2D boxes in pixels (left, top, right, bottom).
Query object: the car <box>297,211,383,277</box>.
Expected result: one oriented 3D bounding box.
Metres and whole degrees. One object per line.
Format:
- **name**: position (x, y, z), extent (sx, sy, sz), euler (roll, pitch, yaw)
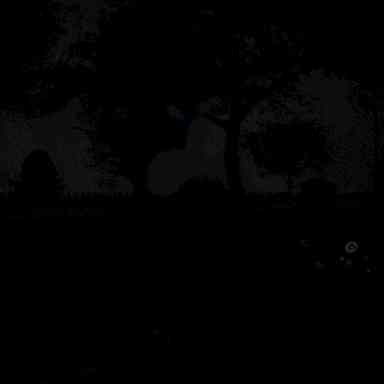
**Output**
- **car**: position (5.073, 1.434, 10.175), extent (4.097, 1.590, 1.967), euler (0, 0, -35)
